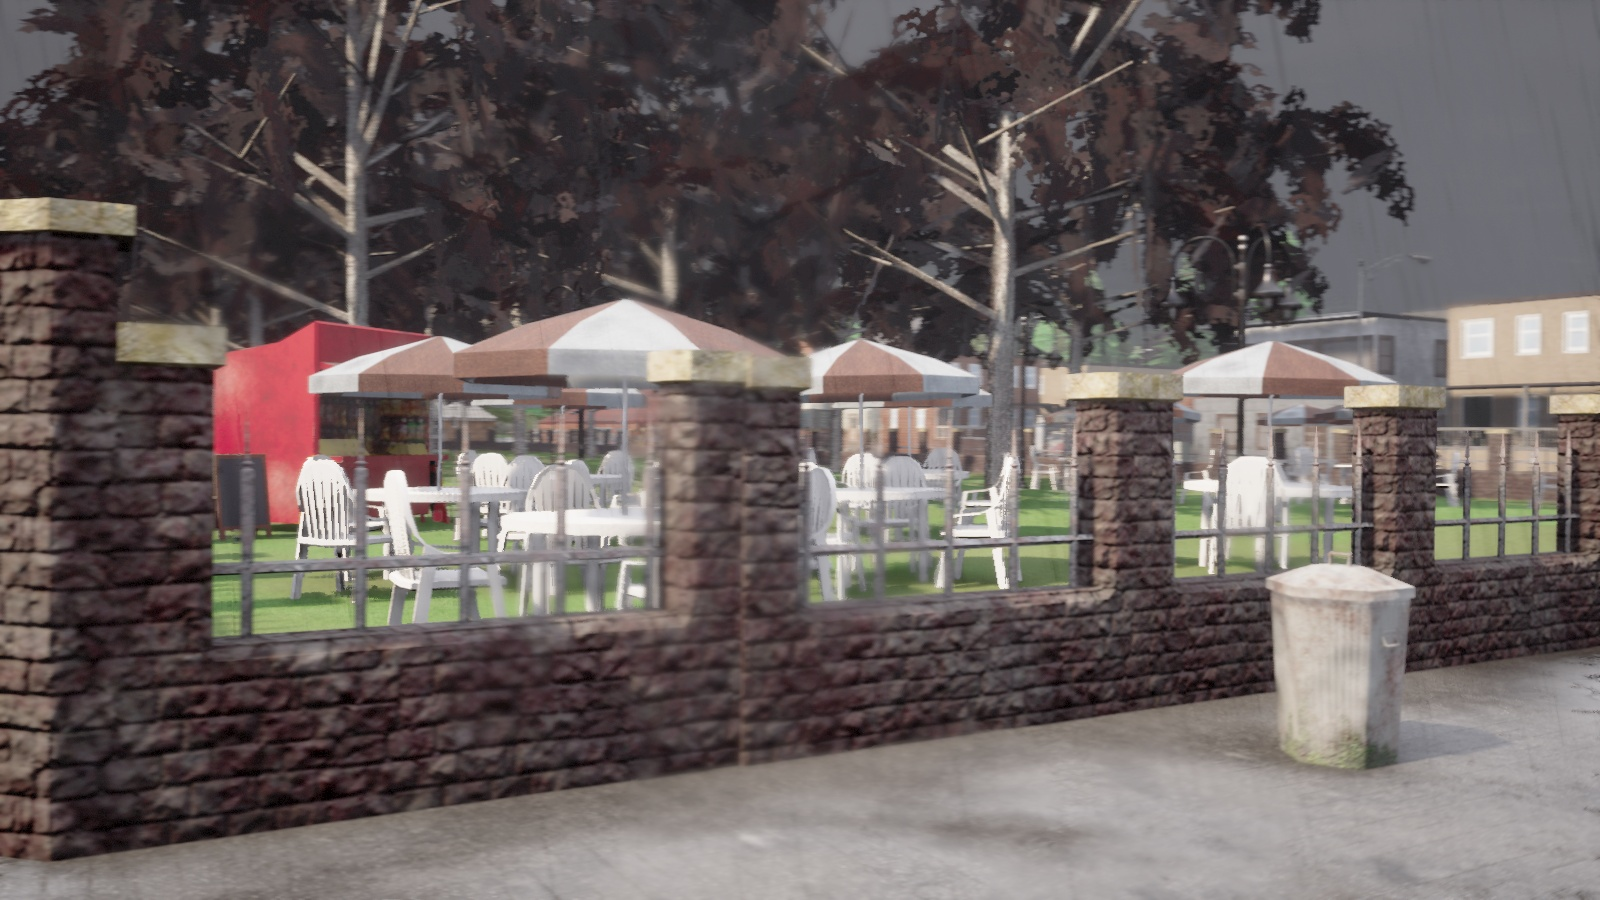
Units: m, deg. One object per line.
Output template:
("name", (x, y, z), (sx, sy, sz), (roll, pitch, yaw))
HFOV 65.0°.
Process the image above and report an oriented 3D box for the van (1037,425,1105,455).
("van", (18.565, -0.668, 86.014), (4.442, 1.987, 1.775), (-1, 1, -29))
